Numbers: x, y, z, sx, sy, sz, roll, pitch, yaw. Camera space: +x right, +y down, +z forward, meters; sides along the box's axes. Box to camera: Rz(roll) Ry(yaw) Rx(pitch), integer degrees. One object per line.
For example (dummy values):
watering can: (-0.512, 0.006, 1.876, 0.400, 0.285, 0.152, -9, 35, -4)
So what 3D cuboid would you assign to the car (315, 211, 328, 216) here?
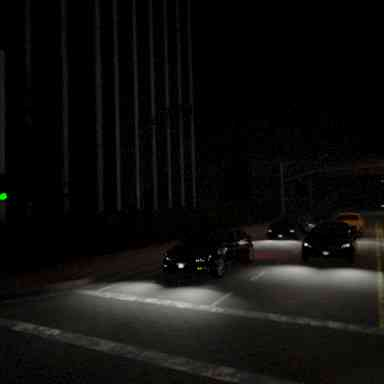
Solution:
car: (14.763, 2.814, 37.159, 2.033, 1.411, 5.357, -3, -3, 29)

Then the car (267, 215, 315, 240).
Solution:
car: (6.676, 2.359, 22.699, 2.033, 1.411, 5.357, -3, -3, 29)

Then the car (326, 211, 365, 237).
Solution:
car: (10.739, 2.169, 22.816, 1.882, 1.535, 5.008, -3, -3, 29)

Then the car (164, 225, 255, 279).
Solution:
car: (0.831, 2.030, 12.114, 1.837, 1.490, 4.892, -3, -3, 29)

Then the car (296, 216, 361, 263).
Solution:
car: (5.898, 1.979, 14.014, 1.812, 1.442, 4.674, -3, -3, 28)
